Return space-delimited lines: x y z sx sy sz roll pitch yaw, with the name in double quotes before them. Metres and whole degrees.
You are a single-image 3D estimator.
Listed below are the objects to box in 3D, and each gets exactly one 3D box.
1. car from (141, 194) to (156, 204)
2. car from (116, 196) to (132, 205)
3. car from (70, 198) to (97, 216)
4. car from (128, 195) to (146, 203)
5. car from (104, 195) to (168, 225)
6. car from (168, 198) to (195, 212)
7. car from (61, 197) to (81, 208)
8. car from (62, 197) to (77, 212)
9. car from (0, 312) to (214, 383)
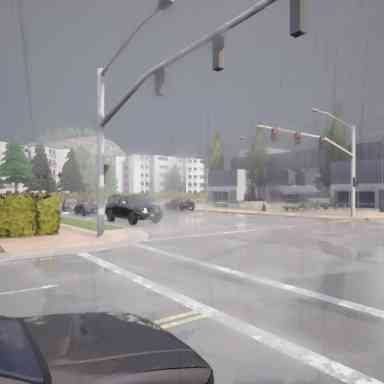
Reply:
"car" -8.369 1.351 64.518 2.097 1.767 4.553 0 0 4
"car" -12.025 1.491 58.870 2.128 1.511 4.902 0 0 -4
"car" -9.967 1.564 32.116 1.994 1.385 4.181 0 0 -34
"car" -11.341 1.477 68.902 1.882 1.535 5.008 0 0 14
"car" -4.427 1.221 24.513 2.150 2.045 5.566 0 0 -40
"car" -1.544 1.505 38.395 1.837 1.490 4.892 0 0 -34
"car" -17.858 1.492 49.302 2.128 1.511 4.902 0 0 -13
"car" -14.441 1.526 39.688 1.812 1.442 4.674 0 0 -24
"car" -2.343 1.547 2.094 5.357 1.411 2.033 0 0 -35
